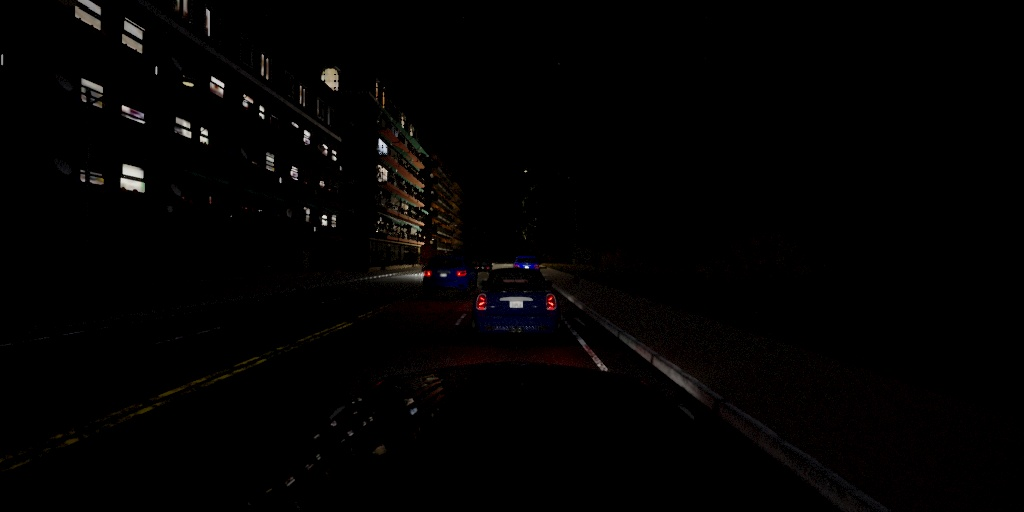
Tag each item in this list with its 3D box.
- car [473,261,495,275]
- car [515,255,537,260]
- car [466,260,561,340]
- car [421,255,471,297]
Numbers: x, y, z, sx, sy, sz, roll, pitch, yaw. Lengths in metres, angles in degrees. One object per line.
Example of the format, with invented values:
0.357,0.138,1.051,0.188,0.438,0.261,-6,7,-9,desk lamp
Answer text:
-3.130,1.300,40.907,2.033,1.411,5.357,0,0,0,car
1.150,0.978,30.103,2.150,2.045,5.566,0,0,0,car
0.102,1.103,10.150,2.097,1.767,4.553,0,0,0,car
-3.143,0.975,19.157,2.150,2.045,5.566,0,0,0,car
